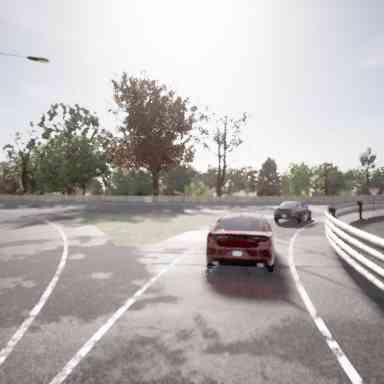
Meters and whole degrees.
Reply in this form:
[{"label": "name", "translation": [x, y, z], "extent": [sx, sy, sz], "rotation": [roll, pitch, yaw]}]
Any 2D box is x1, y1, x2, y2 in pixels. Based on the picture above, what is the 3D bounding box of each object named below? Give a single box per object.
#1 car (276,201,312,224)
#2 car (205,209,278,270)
[{"label": "car", "translation": [7.135, 1.380, 23.524], "extent": [1.812, 1.442, 4.674], "rotation": [0, 0, 31]}, {"label": "car", "translation": [1.680, 1.403, 10.887], "extent": [1.882, 1.535, 5.008], "rotation": [0, 0, 12]}]
